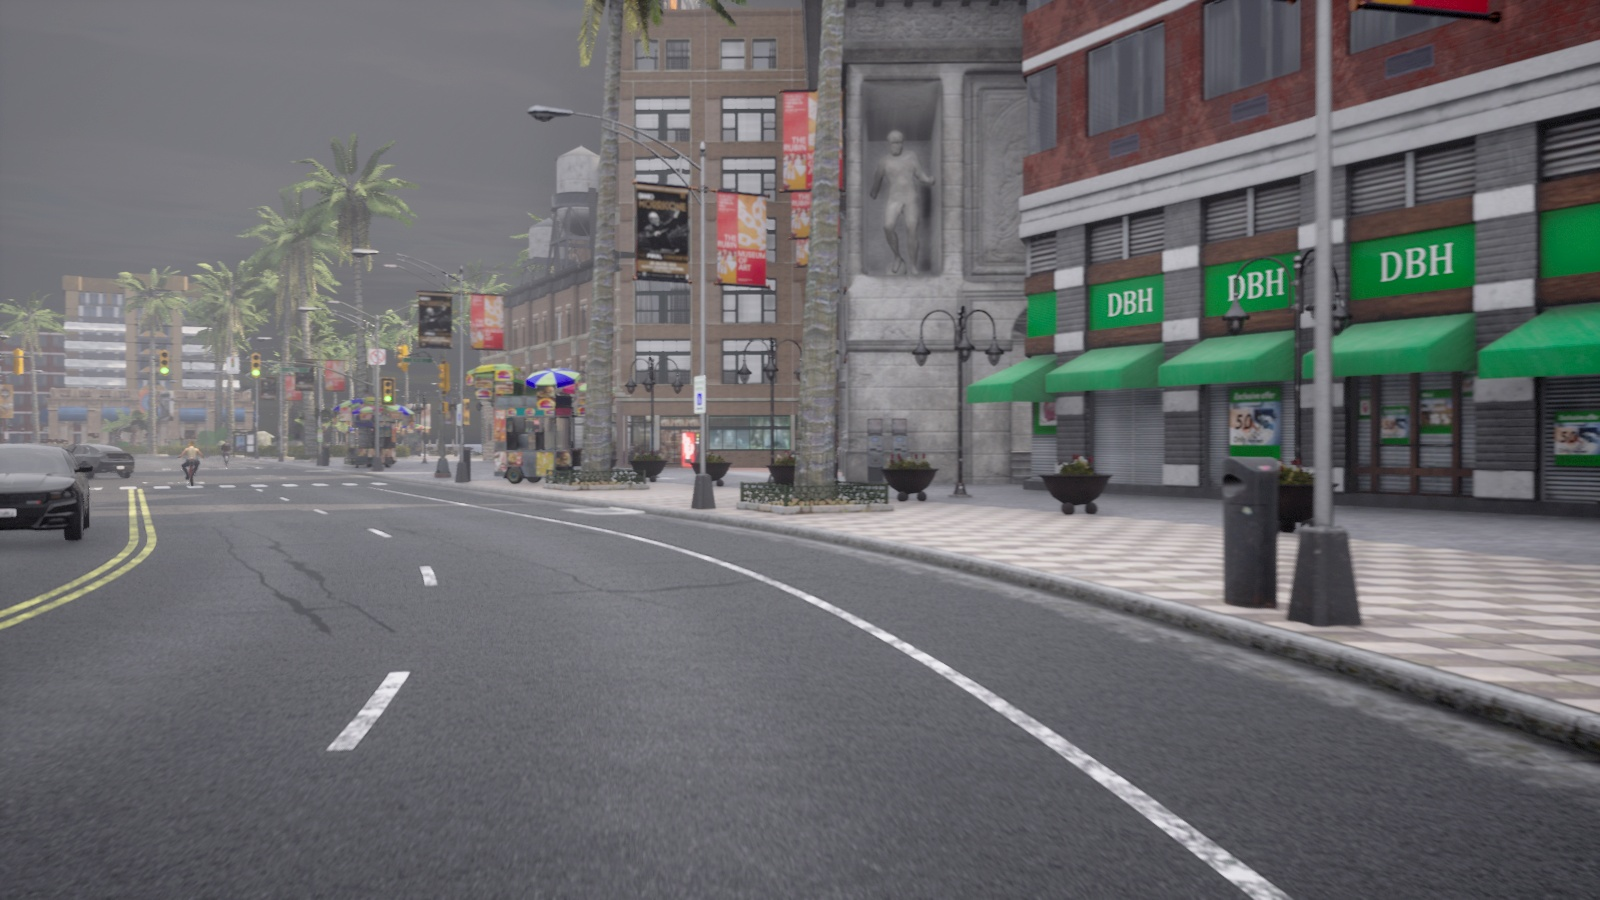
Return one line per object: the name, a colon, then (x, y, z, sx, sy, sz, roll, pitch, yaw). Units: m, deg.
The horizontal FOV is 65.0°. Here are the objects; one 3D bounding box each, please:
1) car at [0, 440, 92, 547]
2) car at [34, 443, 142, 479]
car: (-12.613, 0.611, 20.307, 1.882, 1.535, 5.008, 0, 0, -28)
car: (-30.995, 0.448, 54.652, 4.892, 1.490, 1.837, 0, 0, 30)
